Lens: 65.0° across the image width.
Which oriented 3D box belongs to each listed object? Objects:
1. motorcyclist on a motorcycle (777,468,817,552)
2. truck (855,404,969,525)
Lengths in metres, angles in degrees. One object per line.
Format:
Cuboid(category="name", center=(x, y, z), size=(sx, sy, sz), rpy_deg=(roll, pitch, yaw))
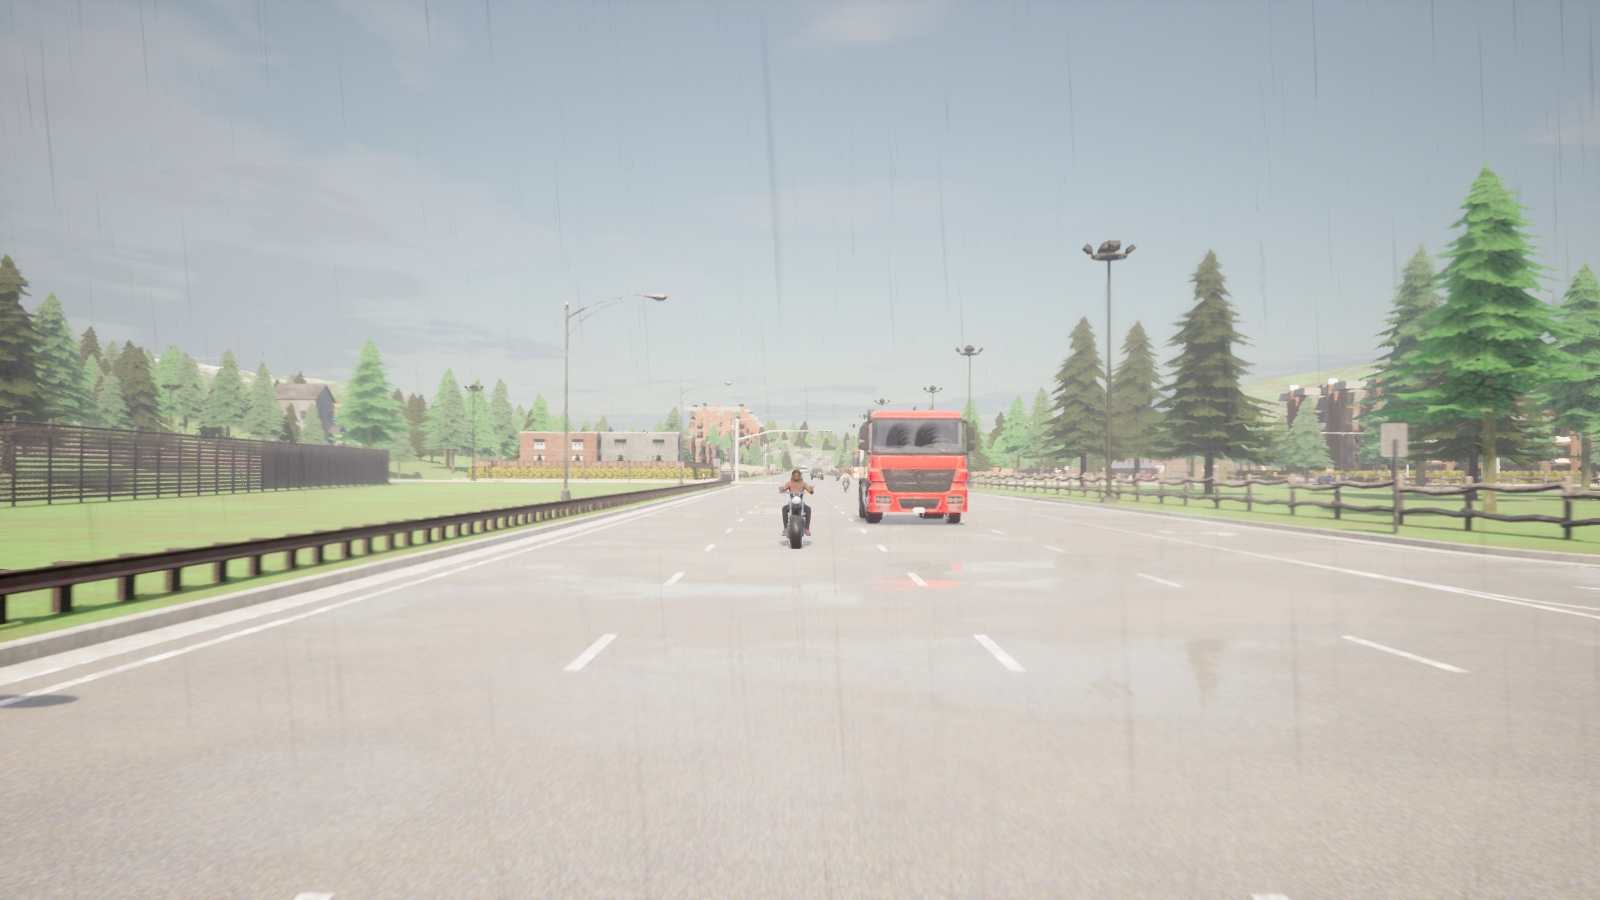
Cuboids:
Cuboid(category="motorcyclist on a motorcycle", center=(-0.063, 1.195, 25.799), size=(0.766, 1.649, 2.350), rpy_deg=(0, -1, 0))
Cuboid(category="truck", center=(3.399, 0.486, 40.018), size=(2.891, 3.462, 7.936), rpy_deg=(0, -1, 0))
